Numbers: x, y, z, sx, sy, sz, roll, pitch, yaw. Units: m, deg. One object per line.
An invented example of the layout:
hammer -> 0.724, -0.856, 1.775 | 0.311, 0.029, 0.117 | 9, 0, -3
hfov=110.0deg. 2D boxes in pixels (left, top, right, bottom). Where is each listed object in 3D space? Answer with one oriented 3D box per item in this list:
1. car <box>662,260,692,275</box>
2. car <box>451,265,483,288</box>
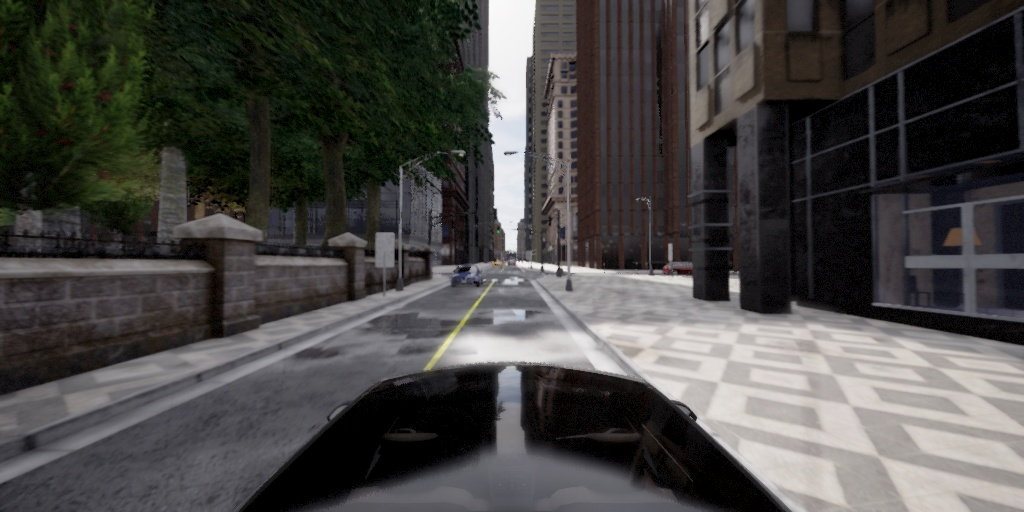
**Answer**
car -> 17.368, 1.242, 35.919 | 4.097, 1.591, 1.967 | 0, 0, 0
car -> -3.004, 1.358, 24.807 | 1.812, 1.442, 4.674 | 0, 0, 0
